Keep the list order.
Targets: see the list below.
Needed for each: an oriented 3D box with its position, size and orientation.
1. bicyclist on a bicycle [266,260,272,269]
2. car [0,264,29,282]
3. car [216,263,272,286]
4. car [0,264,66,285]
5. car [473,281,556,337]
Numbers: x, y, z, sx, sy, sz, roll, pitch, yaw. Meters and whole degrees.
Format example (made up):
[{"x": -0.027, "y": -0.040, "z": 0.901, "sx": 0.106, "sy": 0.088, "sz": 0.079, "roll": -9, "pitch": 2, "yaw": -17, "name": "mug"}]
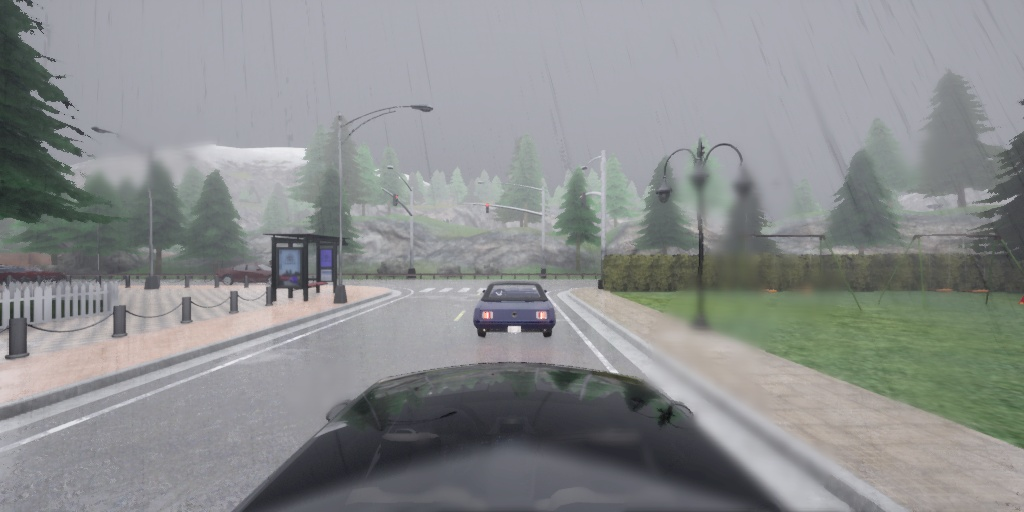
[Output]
[{"x": -21.621, "y": 1.219, "z": 32.239, "sx": 0.582, "sy": 1.620, "sz": 1.656, "roll": 0, "pitch": 0, "yaw": 0, "name": "bicyclist on a bicycle"}, {"x": -42.369, "y": 1.329, "z": 28.919, "sx": 4.181, "sy": 1.385, "sz": 1.994, "roll": 0, "pitch": 0, "yaw": 0, "name": "car"}, {"x": -17.761, "y": 1.243, "z": 25.111, "sx": 5.008, "sy": 1.535, "sz": 1.882, "roll": 0, "pitch": 0, "yaw": 0, "name": "car"}, {"x": -34.633, "y": 1.366, "z": 25.291, "sx": 4.718, "sy": 1.301, "sz": 1.895, "roll": 0, "pitch": 0, "yaw": 1, "name": "car"}, {"x": 0.076, "y": 1.351, "z": 10.235, "sx": 1.895, "sy": 1.301, "sz": 4.718, "roll": 0, "pitch": 0, "yaw": 0, "name": "car"}]
